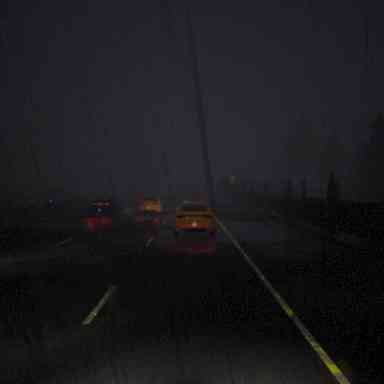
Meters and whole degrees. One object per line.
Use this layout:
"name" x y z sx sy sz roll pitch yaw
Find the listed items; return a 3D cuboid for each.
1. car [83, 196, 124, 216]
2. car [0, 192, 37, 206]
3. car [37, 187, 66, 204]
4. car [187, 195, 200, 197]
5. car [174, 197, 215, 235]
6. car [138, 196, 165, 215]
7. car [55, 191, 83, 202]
"car" -6.893 1.088 27.247 2.128 1.511 4.902 0 1 0
"car" -21.050 0.784 39.968 1.882 1.535 5.008 0 2 0
"car" -17.545 0.440 41.775 2.150 2.045 5.566 0 3 0
"car" 0.110 1.024 36.895 1.895 1.301 4.718 0 2 0
"car" 0.104 1.227 16.907 1.882 1.535 5.008 0 1 0
"car" -3.393 1.055 28.627 1.882 1.535 5.008 0 0 0
"car" -14.060 0.899 39.301 1.994 1.385 4.181 0 2 0
